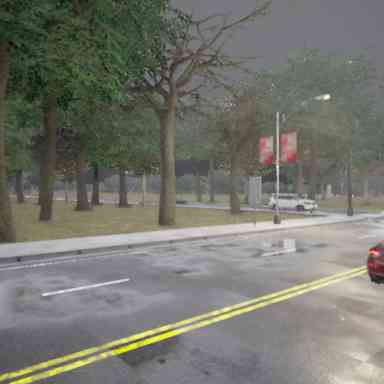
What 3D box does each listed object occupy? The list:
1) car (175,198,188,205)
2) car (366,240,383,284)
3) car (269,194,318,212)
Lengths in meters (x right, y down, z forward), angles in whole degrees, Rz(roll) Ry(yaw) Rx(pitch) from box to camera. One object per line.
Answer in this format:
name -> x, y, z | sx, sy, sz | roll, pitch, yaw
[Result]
car -> -2.841, 1.577, 55.973 | 1.895, 1.301, 4.718 | 0, 0, -38
car -> 6.083, 1.531, 8.333 | 4.674, 1.442, 1.812 | 0, 0, -39
car -> 11.444, 1.220, 37.992 | 2.150, 2.045, 5.566 | 0, 0, -39
